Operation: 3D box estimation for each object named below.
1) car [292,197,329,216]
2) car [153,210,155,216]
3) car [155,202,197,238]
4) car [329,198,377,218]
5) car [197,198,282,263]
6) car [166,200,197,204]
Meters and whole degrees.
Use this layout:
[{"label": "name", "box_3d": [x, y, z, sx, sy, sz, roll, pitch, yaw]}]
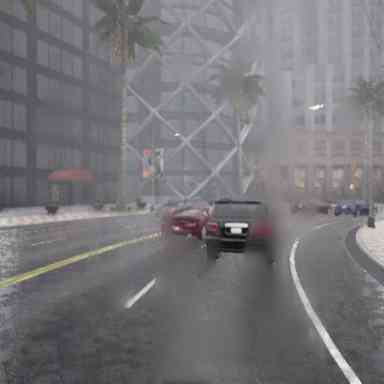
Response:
[{"label": "car", "box_3d": [11.879, 1.375, 32.793, 4.553, 1.767, 2.097, 0, 0, -40]}, {"label": "car", "box_3d": [-1.301, 1.500, 29.043, 1.837, 1.490, 4.892, -1, 0, 36]}, {"label": "car", "box_3d": [0.220, 1.477, 17.110, 1.882, 1.535, 5.008, 0, 0, 22]}, {"label": "car", "box_3d": [15.298, 1.383, 31.011, 4.553, 1.767, 2.097, 0, 0, -36]}, {"label": "car", "box_3d": [2.064, 1.224, 12.282, 2.150, 2.045, 5.566, 0, 0, 17]}, {"label": "car", "box_3d": [-0.286, 1.350, 24.169, 2.097, 1.767, 4.553, 0, 0, 32]}]
